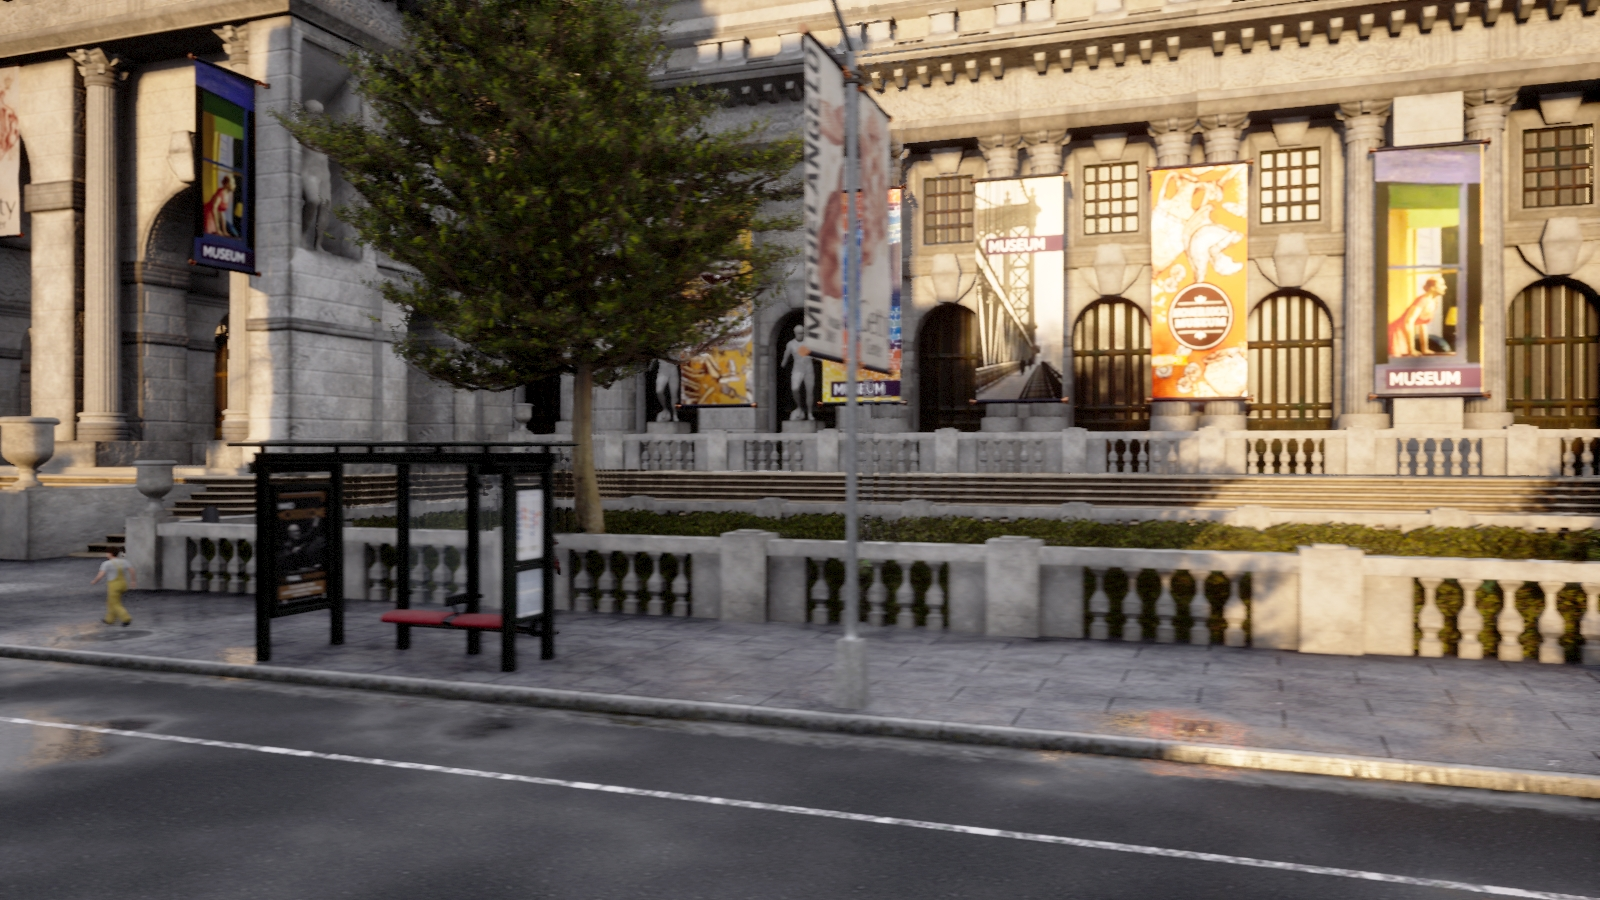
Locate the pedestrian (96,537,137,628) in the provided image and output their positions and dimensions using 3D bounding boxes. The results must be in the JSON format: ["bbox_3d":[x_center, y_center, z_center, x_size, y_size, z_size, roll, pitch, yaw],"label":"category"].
[{"bbox_3d":[-10.256,1.978,17.147,0.375,1.300,0.375,0,0,15],"label":"pedestrian"}]
